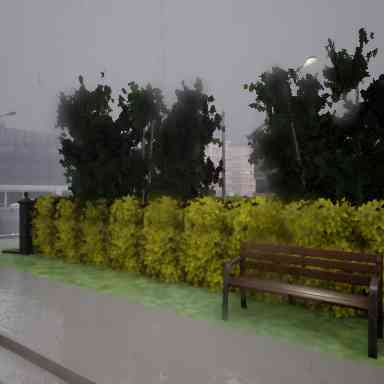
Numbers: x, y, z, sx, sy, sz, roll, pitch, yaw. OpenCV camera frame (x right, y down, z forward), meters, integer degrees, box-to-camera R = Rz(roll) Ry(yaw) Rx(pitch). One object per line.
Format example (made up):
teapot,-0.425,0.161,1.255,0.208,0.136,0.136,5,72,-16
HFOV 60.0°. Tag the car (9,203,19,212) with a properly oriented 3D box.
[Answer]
car,-18.543,1.477,38.297,1.812,1.442,4.674,0,0,33

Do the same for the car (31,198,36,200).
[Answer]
car,-15.821,1.515,36.061,1.994,1.385,4.181,0,0,35
